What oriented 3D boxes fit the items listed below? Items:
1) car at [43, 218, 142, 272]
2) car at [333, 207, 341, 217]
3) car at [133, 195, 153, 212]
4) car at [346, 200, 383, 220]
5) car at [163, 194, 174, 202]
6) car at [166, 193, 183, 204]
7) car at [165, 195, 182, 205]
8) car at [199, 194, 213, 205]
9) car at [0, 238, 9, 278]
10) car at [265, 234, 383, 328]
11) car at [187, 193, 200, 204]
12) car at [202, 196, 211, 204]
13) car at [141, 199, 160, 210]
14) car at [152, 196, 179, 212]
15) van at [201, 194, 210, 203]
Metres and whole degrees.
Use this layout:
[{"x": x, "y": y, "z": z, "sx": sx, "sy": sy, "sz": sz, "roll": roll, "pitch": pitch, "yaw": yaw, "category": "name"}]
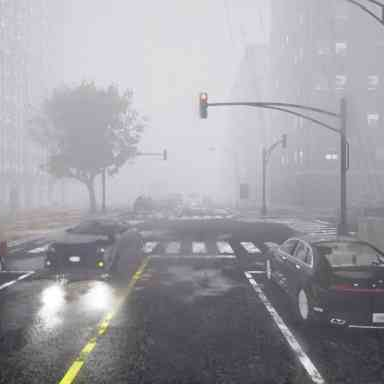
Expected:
[{"x": -2.942, "y": 1.566, "z": 10.680, "sx": 1.994, "sy": 1.385, "sz": 4.181, "roll": 0, "pitch": 0, "yaw": 4, "category": "car"}, {"x": 13.497, "y": 1.350, "z": 26.280, "sx": 4.403, "sy": 1.369, "sz": 2.008, "roll": -1, "pitch": 1, "yaw": 0, "category": "car"}, {"x": -5.584, "y": 1.336, "z": 39.316, "sx": 2.192, "sy": 1.841, "sz": 5.009, "roll": 0, "pitch": 0, "yaw": 0, "category": "car"}, {"x": 13.907, "y": 1.395, "z": 23.705, "sx": 4.718, "sy": 1.301, "sz": 1.895, "roll": -1, "pitch": 0, "yaw": 0, "category": "car"}, {"x": -5.476, "y": 1.386, "z": 77.976, "sx": 2.192, "sy": 1.841, "sz": 5.009, "roll": 0, "pitch": 0, "yaw": 0, "category": "car"}, {"x": -2.887, "y": 1.264, "z": 59.696, "sx": 2.150, "sy": 2.045, "sz": 5.566, "roll": 0, "pitch": 0, "yaw": 3, "category": "car"}, {"x": -2.965, "y": 1.578, "z": 49.053, "sx": 2.033, "sy": 1.411, "sz": 5.357, "roll": 0, "pitch": 0, "yaw": 0, "category": "car"}, {"x": 2.859, "y": 1.611, "z": 61.384, "sx": 1.947, "sy": 1.339, "sz": 4.313, "roll": 0, "pitch": 0, "yaw": 0, "category": "car"}, {"x": -5.673, "y": 1.545, "z": 6.928, "sx": 1.887, "sy": 1.381, "sz": 4.507, "roll": 0, "pitch": 0, "yaw": 0, "category": "car"}, {"x": 2.707, "y": 1.551, "z": 6.904, "sx": 2.008, "sy": 1.369, "sz": 4.403, "roll": 0, "pitch": 0, "yaw": 0, "category": "car"}, {"x": 0.276, "y": 1.269, "z": 63.310, "sx": 2.150, "sy": 2.045, "sz": 5.566, "roll": 0, "pitch": 0, "yaw": 0, "category": "car"}, {"x": 2.875, "y": 1.578, "z": 67.076, "sx": 1.752, "sy": 1.417, "sz": 4.829, "roll": 0, "pitch": 0, "yaw": 0, "category": "car"}, {"x": -5.568, "y": 1.592, "z": 44.839, "sx": 1.947, "sy": 1.339, "sz": 4.313, "roll": 0, "pitch": 0, "yaw": 0, "category": "car"}, {"x": -2.995, "y": 1.568, "z": 38.600, "sx": 2.033, "sy": 1.411, "sz": 5.357, "roll": 0, "pitch": 0, "yaw": 0, "category": "car"}, {"x": 2.889, "y": 1.402, "z": 72.430, "sx": 1.690, "sy": 1.788, "sz": 3.998, "roll": 0, "pitch": 0, "yaw": 0, "category": "van"}]
